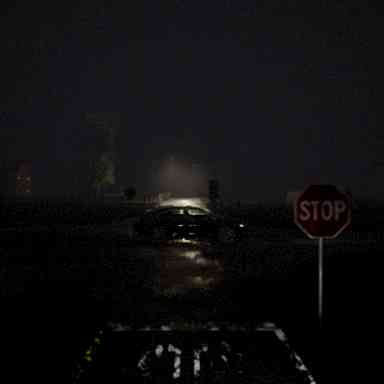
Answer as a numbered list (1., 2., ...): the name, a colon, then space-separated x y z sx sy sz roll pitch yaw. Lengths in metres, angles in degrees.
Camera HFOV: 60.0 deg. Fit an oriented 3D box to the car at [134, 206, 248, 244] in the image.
1. car: -0.042 1.371 14.389 4.902 1.511 2.128 0 0 -1
